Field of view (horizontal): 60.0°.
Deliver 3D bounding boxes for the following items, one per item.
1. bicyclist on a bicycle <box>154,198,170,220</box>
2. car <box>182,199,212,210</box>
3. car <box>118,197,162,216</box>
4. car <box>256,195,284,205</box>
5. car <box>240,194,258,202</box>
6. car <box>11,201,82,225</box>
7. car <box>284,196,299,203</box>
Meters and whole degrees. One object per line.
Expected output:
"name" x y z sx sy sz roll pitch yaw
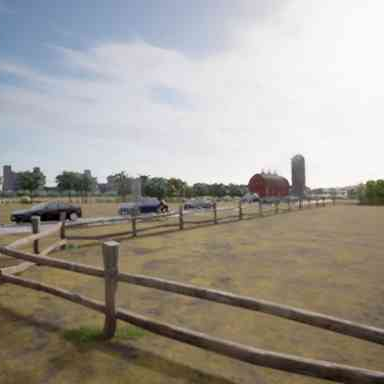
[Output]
"bicyclist on a bicycle" -2.279 1.295 25.152 1.656 1.620 0.582 0 0 34
"car" 0.610 1.491 40.048 1.994 1.385 4.181 -2 -1 34
"car" -4.966 1.306 31.854 2.097 1.767 4.553 -2 -1 34
"car" 12.218 1.423 51.936 1.895 1.301 4.718 -2 -1 34
"car" 9.249 0.971 52.654 2.097 1.767 4.553 -2 -1 34
"car" -10.327 1.457 23.930 1.882 1.535 5.008 -2 -1 34
"car" 17.805 1.390 60.157 2.033 1.411 5.357 -2 -1 33
